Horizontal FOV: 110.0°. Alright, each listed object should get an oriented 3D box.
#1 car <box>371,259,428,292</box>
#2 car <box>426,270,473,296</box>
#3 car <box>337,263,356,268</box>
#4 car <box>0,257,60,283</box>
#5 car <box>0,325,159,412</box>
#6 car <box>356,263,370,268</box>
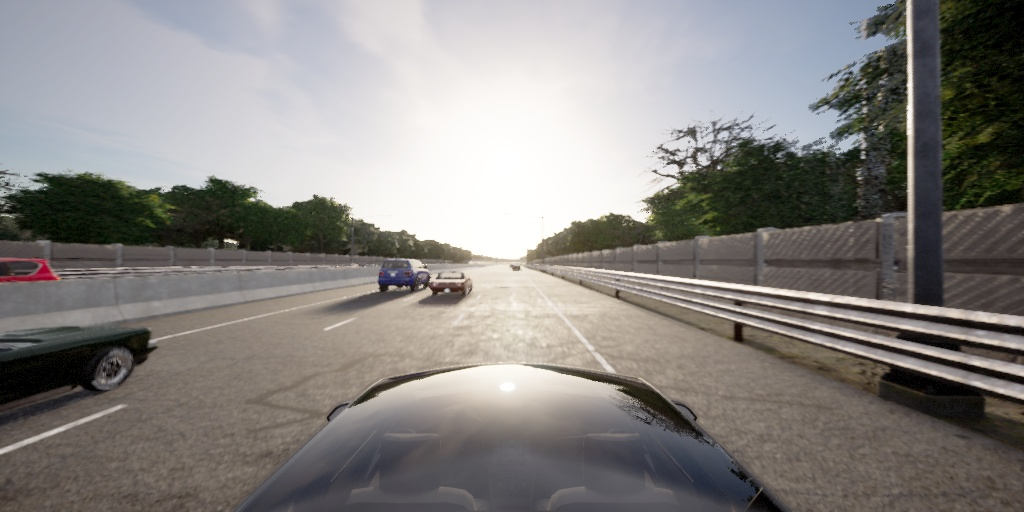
[{"bbox_3d":[-6.898,1.210,23.455,2.150,2.045,5.566,0,-1,0],"label":"car"},{"bbox_3d":[-3.398,1.553,21.005,1.895,1.301,4.718,0,-1,0],"label":"car"},{"bbox_3d":[-24.528,1.846,53.776,2.097,1.767,4.553,0,-1,1],"label":"car"},{"bbox_3d":[-17.596,1.048,10.773,2.150,2.045,5.566,0,-1,0],"label":"car"},{"bbox_3d":[-6.900,1.367,3.873,1.895,1.301,4.718,0,0,0],"label":"car"},{"bbox_3d":[-21.029,1.996,53.715,1.837,1.490,4.892,0,-1,1],"label":"car"}]
